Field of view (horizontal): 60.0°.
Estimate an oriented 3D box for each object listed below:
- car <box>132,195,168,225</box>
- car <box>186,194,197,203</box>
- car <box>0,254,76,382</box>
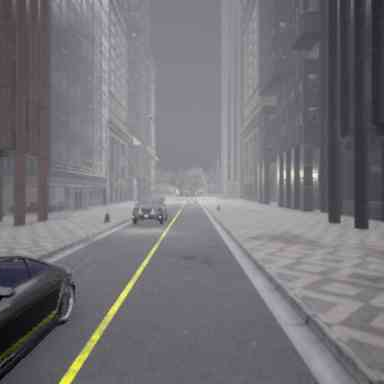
[{"bbox_3d":[-3.043,1.282,25.117,2.150,2.045,5.566,0,0,1],"label":"car"},{"bbox_3d":[-0.010,1.363,71.769,2.150,2.045,5.566,0,0,0],"label":"car"},{"bbox_3d":[-3.085,1.574,4.342,1.994,1.385,4.181,0,0,0],"label":"car"}]
